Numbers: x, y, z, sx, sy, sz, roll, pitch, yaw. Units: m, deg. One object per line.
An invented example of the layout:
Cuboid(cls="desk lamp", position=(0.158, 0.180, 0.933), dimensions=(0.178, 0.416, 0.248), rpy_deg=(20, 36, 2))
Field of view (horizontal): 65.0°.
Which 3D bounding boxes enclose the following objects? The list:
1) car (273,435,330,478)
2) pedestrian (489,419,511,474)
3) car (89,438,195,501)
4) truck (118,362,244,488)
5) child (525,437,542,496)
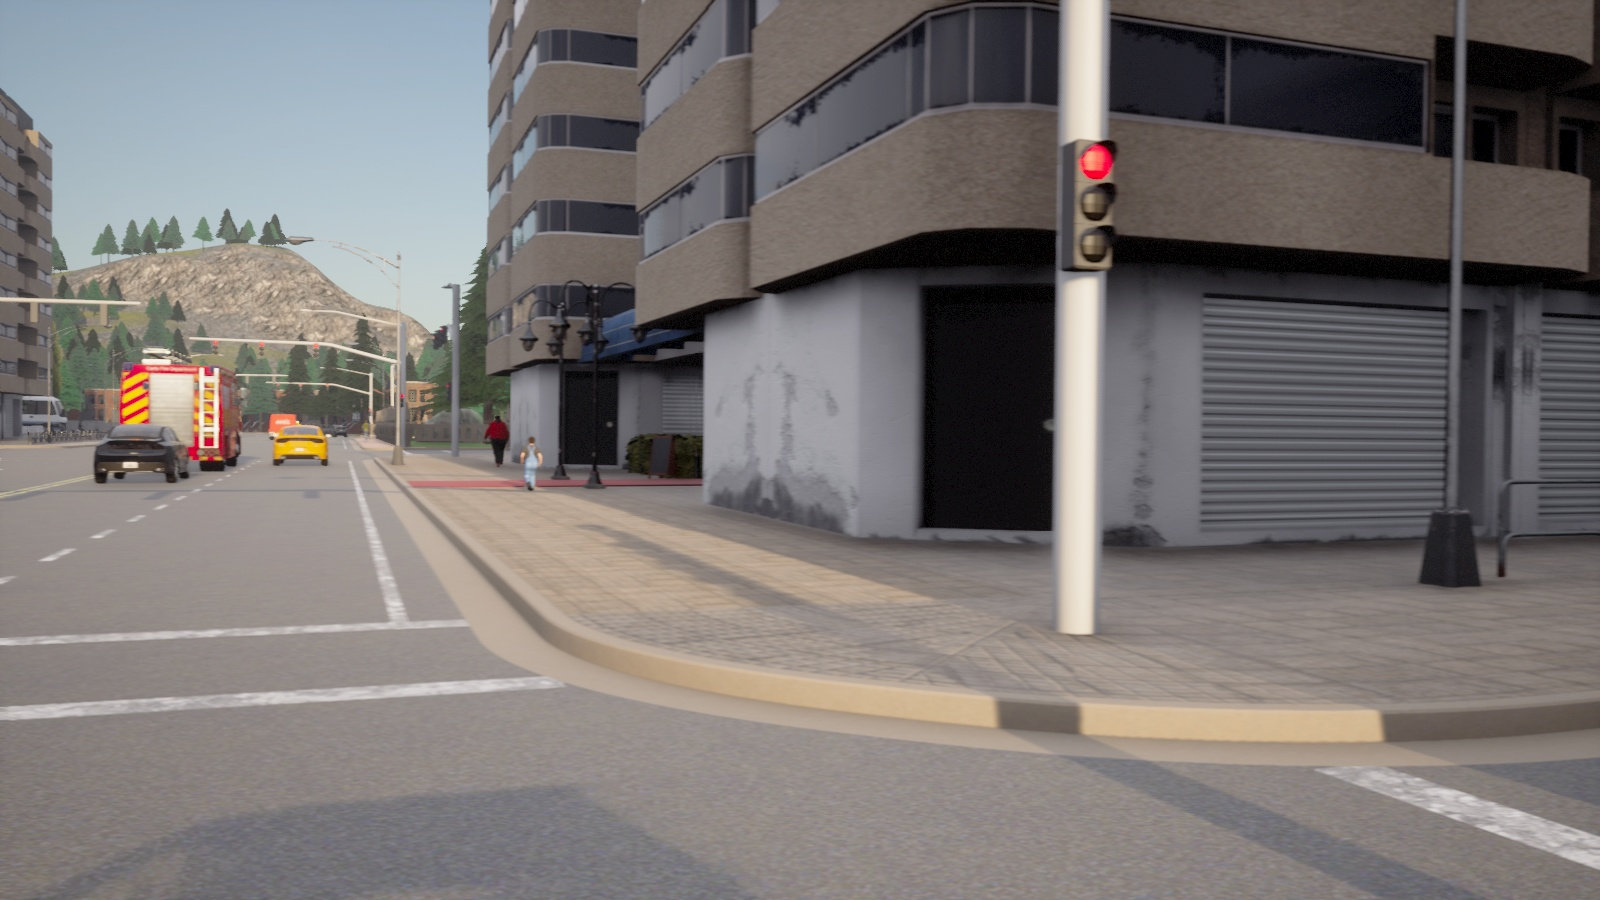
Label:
Cuboid(cls="car", position=(-18.953, 0.201, 47.883), dimensions=(1.882, 1.535, 5.008), rpy_deg=(-1, 1, -20))
Cuboid(cls="pedestrian", position=(-10.289, -0.133, 43.037), dimensions=(0.634, 1.844, 0.899), rpy_deg=(-1, 1, -19))
Cuboid(cls="car", position=(-17.252, 0.450, 33.138), dimensions=(1.837, 1.490, 4.892), rpy_deg=(-1, 1, -20))
Cuboid(cls="truck", position=(-20.722, -0.834, 42.508), dimensions=(2.891, 3.827, 8.468), rpy_deg=(-1, 1, -20))
Cuboid(cls="child", position=(-5.829, 0.353, 27.446), dimensions=(0.270, 1.263, 0.437), rpy_deg=(-1, 1, -22))
